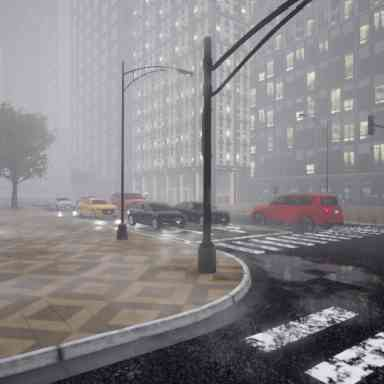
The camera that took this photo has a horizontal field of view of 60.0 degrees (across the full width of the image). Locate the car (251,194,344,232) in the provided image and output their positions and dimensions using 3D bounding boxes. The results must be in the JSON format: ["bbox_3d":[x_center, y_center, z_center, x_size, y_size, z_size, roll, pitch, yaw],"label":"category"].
[{"bbox_3d":[6.108,1.142,19.865,2.150,2.045,5.566,0,0,-37],"label":"car"}]

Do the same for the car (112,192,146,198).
[{"bbox_3d":[-5.535,1.008,29.710,2.150,2.045,5.566,0,0,-37],"label":"car"}]

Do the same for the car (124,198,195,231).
[{"bbox_3d":[-2.174,1.357,19.762,1.837,1.490,4.892,0,0,-37],"label":"car"}]

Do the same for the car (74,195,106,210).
[{"bbox_3d":[-11.700,1.177,38.008,1.882,1.535,5.008,0,0,-37],"label":"car"}]

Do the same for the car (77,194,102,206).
[{"bbox_3d":[-14.875,1.105,48.025,1.882,1.535,5.008,0,0,-37],"label":"car"}]

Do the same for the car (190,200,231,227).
[{"bbox_3d":[0.400,1.344,21.748,1.882,1.535,5.008,0,0,-37],"label":"car"}]

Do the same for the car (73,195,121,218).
[{"bbox_3d":[-7.830,1.254,27.356,1.882,1.535,5.008,0,0,-37],"label":"car"}]

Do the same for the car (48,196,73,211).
[{"bbox_3d":[-13.954,1.216,35.589,1.812,1.442,4.674,0,0,-37],"label":"car"}]
